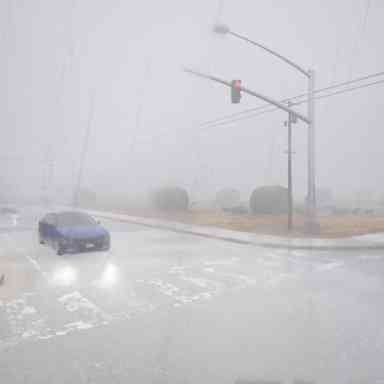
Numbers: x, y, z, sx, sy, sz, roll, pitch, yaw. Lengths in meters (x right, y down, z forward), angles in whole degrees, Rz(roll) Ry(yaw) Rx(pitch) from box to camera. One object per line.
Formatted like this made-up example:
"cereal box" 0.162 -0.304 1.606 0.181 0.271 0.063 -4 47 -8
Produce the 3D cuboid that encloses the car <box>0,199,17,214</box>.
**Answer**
"car" -19.337 1.519 34.366 1.812 1.442 4.674 0 1 -35

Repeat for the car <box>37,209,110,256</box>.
"car" -4.924 1.526 13.515 1.882 1.535 5.008 0 1 -35
